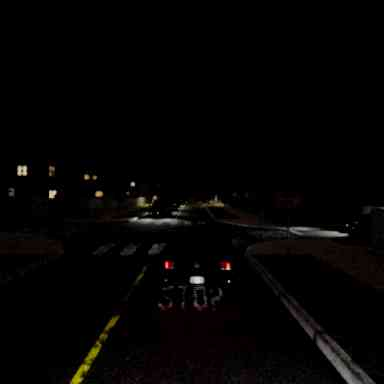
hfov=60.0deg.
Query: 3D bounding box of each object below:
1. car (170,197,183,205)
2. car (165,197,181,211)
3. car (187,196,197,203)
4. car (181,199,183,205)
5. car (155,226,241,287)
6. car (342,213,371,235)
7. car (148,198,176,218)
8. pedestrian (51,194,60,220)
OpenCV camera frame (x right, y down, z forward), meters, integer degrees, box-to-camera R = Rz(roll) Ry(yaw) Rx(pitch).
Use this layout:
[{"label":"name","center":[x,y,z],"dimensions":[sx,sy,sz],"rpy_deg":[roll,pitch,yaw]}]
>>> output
[{"label":"car","center":[-2.793,1.665,62.390],"dimensions":[2.128,1.511,4.902],"rpy_deg":[0,0,1]},{"label":"car","center":[-2.847,1.437,41.204],"dimensions":[2.097,1.767,4.553],"rpy_deg":[0,0,0]},{"label":"car","center":[-0.004,1.725,72.426],"dimensions":[1.837,1.490,4.892],"rpy_deg":[0,0,0]},{"label":"car","center":[-2.846,1.649,51.408],"dimensions":[1.812,1.442,4.674],"rpy_deg":[0,0,0]},{"label":"car","center":[0.271,1.612,9.382],"dimensions":[1.895,1.301,4.718],"rpy_deg":[0,0,4]},{"label":"car","center":[11.537,1.905,20.475],"dimensions":[4.181,1.385,1.994],"rpy_deg":[1,-1,-1]},{"label":"car","center":[-2.878,1.559,31.109],"dimensions":[1.837,1.490,4.892],"rpy_deg":[0,0,1]},{"label":"pedestrian","center":[-9.630,1.055,23.390],"dimensions":[0.375,1.860,0.375],"rpy_deg":[0,-2,0]}]
